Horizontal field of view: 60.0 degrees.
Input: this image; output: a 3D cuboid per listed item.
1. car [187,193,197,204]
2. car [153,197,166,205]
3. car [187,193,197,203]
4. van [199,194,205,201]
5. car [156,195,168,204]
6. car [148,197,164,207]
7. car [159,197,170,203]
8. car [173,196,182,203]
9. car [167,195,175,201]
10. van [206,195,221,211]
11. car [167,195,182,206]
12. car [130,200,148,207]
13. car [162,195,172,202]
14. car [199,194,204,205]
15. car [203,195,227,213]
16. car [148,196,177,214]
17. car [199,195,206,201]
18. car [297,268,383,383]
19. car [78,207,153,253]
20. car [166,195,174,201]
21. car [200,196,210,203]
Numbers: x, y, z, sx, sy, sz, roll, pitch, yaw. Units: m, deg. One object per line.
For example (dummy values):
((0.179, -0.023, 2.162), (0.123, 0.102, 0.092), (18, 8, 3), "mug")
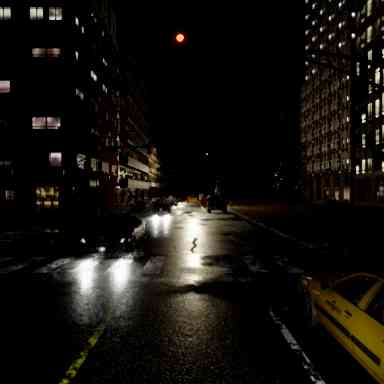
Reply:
((0.098, 1.527, 65.363), (1.882, 1.535, 5.008), (0, 0, 0), "car")
((-5.696, 1.582, 58.454), (1.887, 1.381, 4.507), (0, 0, 0), "car")
((0.000, 1.291, 75.839), (2.150, 2.045, 5.566), (0, 0, 0), "car")
((2.682, 1.439, 91.614), (1.690, 1.788, 3.998), (0, 0, 0), "van")
((-5.697, 1.487, 63.982), (1.967, 1.590, 4.097), (0, 0, 0), "car")
((-5.695, 1.580, 52.928), (2.008, 1.369, 4.403), (0, 0, 0), "car")
((-5.696, 1.638, 69.509), (1.802, 1.307, 4.206), (0, 0, 0), "car")
((-3.002, 1.591, 69.306), (1.812, 1.442, 4.674), (0, 0, 0), "car")
((-5.697, 1.642, 91.614), (1.887, 1.381, 4.507), (0, 0, 0), "car")
((2.684, 1.357, 41.875), (1.690, 1.788, 3.998), (0, 0, 0), "van")
((-3.098, 1.574, 50.875), (2.033, 1.411, 5.357), (0, 0, 0), "car")
((-5.694, 1.562, 36.348), (2.008, 1.369, 4.403), (0, 0, 0), "car")
((-5.697, 1.505, 75.035), (1.967, 1.590, 4.097), (0, 0, 0), "car")
((2.683, 1.353, 58.455), (2.192, 1.841, 5.009), (0, 0, 0), "car")
((2.684, 1.326, 36.349), (2.192, 1.841, 5.009), (0, 0, 0), "car")
((-3.100, 1.502, 35.558), (2.128, 1.511, 4.902), (0, 0, 0), "car")
((2.684, 1.612, 86.258), (1.752, 1.417, 4.829), (0, 0, 0), "car")
((2.687, 1.525, 4.106), (1.752, 1.417, 4.829), (0, 0, 0), "car")
((-3.114, 1.599, 14.154), (2.033, 1.411, 5.357), (0, 0, 0), "car")
((-5.697, 1.611, 85.918), (1.752, 1.417, 4.829), (0, 0, 0), "car")
((2.684, 1.600, 69.509), (1.887, 1.381, 4.507), (0, 0, 0), "car")
